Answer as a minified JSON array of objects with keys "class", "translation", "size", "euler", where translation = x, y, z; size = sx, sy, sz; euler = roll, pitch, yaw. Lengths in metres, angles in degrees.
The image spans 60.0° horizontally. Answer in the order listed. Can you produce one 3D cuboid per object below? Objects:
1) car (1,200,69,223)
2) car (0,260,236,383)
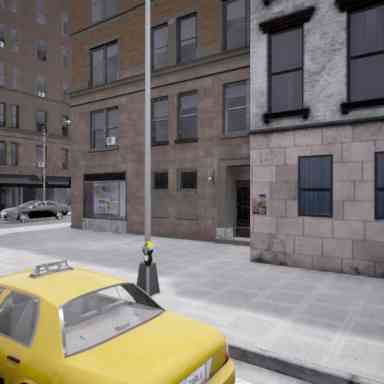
[{"class":"car","translation":[-11.709,1.402,25.036],"size":[2.128,1.511,4.902],"euler":[0,0,32]},{"class":"car","translation":[-1.875,1.525,4.083],"size":[4.829,1.417,1.752],"euler":[0,0,34]}]
